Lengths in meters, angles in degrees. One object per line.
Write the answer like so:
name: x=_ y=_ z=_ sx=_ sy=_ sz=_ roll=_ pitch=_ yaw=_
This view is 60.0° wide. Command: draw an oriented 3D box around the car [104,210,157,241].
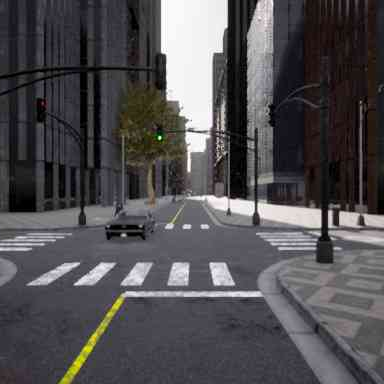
car: x=-2.952 y=1.579 z=16.707 sx=1.895 sy=1.301 sz=4.718 roll=0 pitch=0 yaw=0

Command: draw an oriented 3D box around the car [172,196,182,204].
car: x=-2.815 y=1.419 z=62.918 sx=2.128 sy=1.511 sz=4.902 roll=0 pitch=0 yaw=0
